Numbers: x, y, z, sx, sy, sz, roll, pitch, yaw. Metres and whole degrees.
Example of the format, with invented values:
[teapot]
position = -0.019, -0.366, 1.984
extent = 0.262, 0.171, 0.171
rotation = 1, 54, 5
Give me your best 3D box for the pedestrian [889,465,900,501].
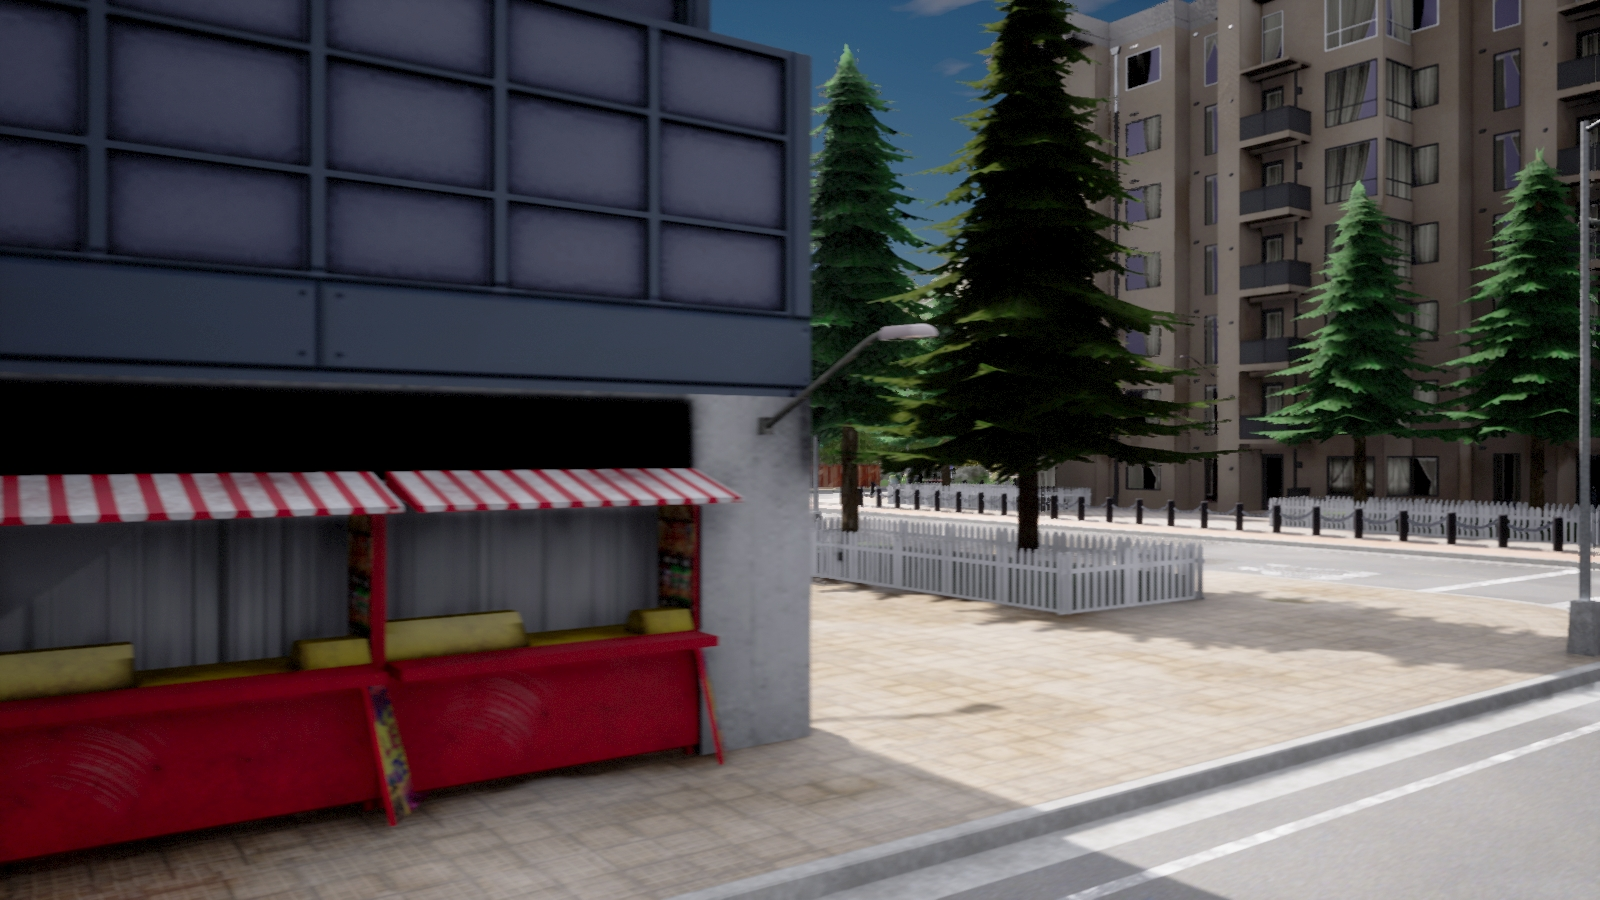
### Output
[pedestrian]
position = 4.846, 1.684, 58.486
extent = 0.375, 1.860, 0.375
rotation = 0, 0, 45
